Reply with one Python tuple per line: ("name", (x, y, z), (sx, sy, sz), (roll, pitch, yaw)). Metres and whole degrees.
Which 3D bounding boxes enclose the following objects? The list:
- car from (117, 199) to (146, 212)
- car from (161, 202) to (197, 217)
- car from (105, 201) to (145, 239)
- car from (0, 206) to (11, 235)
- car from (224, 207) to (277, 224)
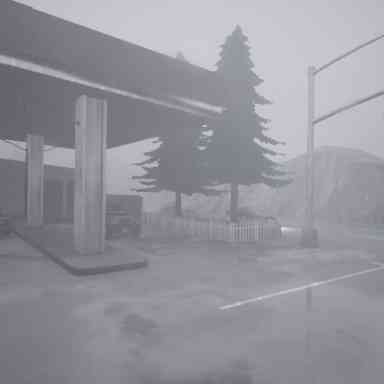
("car", (-7.647, 1.636, 41.951), (1.812, 1.442, 4.674), (1, 0, -35))
("car", (-1.402, 1.709, 33.072), (1.812, 1.442, 4.674), (1, 0, -35))
("car", (-4.413, 1.446, 18.345), (1.905, 1.878, 3.866), (1, 0, -36))
("car", (-11.544, 1.522, 18.557), (2.242, 1.667, 4.611), (1, 0, -36))
("car", (4.307, 1.814, 24.936), (1.994, 1.385, 4.181), (1, 0, -35))
